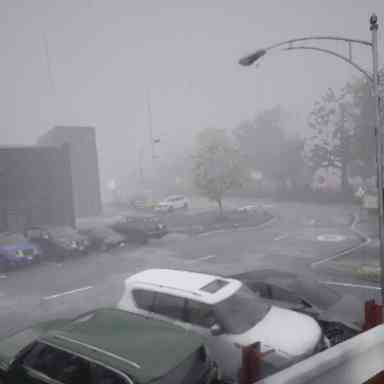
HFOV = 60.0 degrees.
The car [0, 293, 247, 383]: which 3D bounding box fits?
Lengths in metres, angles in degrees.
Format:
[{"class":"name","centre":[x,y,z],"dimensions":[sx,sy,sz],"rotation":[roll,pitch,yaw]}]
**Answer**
[{"class":"car","centre":[-2.006,3.575,6.724],"dimensions":[5.566,2.045,2.435],"rotation":[-1,5,34]}]

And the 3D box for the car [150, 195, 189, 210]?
[{"class":"car","centre":[-2.657,1.617,46.280],"dimensions":[2.435,2.045,5.566],"rotation":[-2,4,36]}]

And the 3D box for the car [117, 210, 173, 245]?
[{"class":"car","centre":[-4.433,2.779,25.802],"dimensions":[5.566,2.045,2.435],"rotation":[-3,3,35]}]

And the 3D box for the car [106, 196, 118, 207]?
[{"class":"car","centre":[-12.743,1.702,61.238],"dimensions":[2.185,1.767,4.553],"rotation":[-3,4,36]}]

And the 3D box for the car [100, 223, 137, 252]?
[{"class":"car","centre":[-6.758,3.311,24.098],"dimensions":[4.792,1.488,2.163],"rotation":[-3,2,34]}]

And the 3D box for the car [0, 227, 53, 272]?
[{"class":"car","centre":[-11.587,3.543,20.659],"dimensions":[5.566,2.045,2.435],"rotation":[-3,2,35]}]

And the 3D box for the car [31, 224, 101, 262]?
[{"class":"car","centre":[-9.183,3.287,22.367],"dimensions":[5.566,2.045,2.435],"rotation":[-3,2,35]}]

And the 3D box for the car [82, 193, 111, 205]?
[{"class":"car","centre":[-21.076,1.541,73.750],"dimensions":[2.435,2.045,5.566],"rotation":[-3,4,36]}]

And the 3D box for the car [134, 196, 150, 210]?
[{"class":"car","centre":[-5.888,1.831,51.451],"dimensions":[1.946,1.575,5.366],"rotation":[-3,4,36]}]

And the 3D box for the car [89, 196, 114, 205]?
[{"class":"car","centre":[-19.384,1.826,71.272],"dimensions":[2.163,1.488,4.792],"rotation":[-3,4,36]}]

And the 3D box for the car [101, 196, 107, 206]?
[{"class":"car","centre":[-14.381,1.856,63.762],"dimensions":[2.002,1.452,4.674],"rotation":[-3,4,36]}]

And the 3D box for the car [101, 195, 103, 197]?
[{"class":"car","centre":[-16.042,1.681,66.271],"dimensions":[2.185,1.767,4.553],"rotation":[-2,4,36]}]

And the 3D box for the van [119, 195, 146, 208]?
[{"class":"van","centre":[-9.439,1.624,56.171],"dimensions":[1.878,1.987,4.442],"rotation":[-2,4,36]}]

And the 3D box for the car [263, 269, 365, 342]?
[{"class":"car","centre":[2.974,3.329,10.222],"dimensions":[4.792,1.488,2.163],"rotation":[-1,4,35]}]

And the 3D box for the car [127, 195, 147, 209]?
[{"class":"car","centre":[-7.680,1.885,53.791],"dimensions":[2.002,1.452,4.674],"rotation":[-3,4,36]}]

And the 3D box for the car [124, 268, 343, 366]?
[{"class":"car","centre":[0.502,3.311,8.458],"dimensions":[5.566,2.045,2.435],"rotation":[-1,4,35]}]

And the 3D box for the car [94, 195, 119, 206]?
[{"class":"car","centre":[-17.713,1.675,68.764],"dimensions":[2.185,1.767,4.553],"rotation":[-2,4,36]}]

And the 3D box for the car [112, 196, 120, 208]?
[{"class":"car","centre":[-11.025,1.830,58.775],"dimensions":[2.097,1.535,5.008],"rotation":[-2,4,36]}]
